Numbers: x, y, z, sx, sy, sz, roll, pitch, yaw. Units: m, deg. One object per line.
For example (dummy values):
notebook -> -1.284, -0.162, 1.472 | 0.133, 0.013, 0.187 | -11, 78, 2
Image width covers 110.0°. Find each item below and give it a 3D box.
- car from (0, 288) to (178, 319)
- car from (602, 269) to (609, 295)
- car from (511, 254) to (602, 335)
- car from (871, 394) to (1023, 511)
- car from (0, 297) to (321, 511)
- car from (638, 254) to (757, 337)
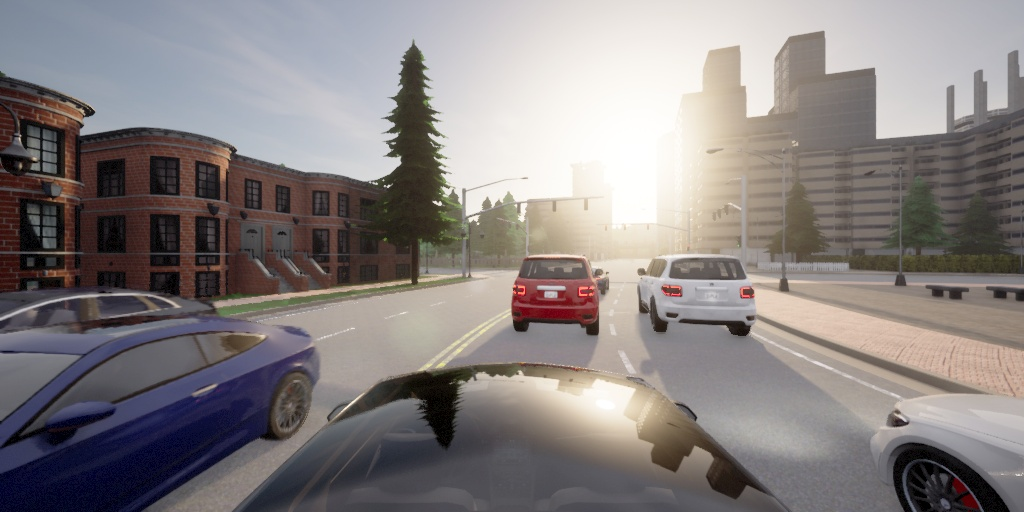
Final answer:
car -> -6.723, 1.241, 4.927 | 2.128, 1.511, 4.902 | 0, 0, 6
car -> 4.359, 1.275, 19.960 | 1.812, 1.442, 4.674 | 0, 0, 19
car -> 1.491, 0.971, 10.765 | 2.150, 2.045, 5.566 | 0, 0, 13
car -> 3.766, 1.276, 0.842 | 1.812, 1.442, 4.674 | 0, 0, 0
car -> -3.404, 1.276, 2.731 | 1.812, 1.442, 4.674 | 0, 0, 4
car -> 5.080, 0.971, 10.596 | 2.150, 2.045, 5.566 | 0, 0, 14
